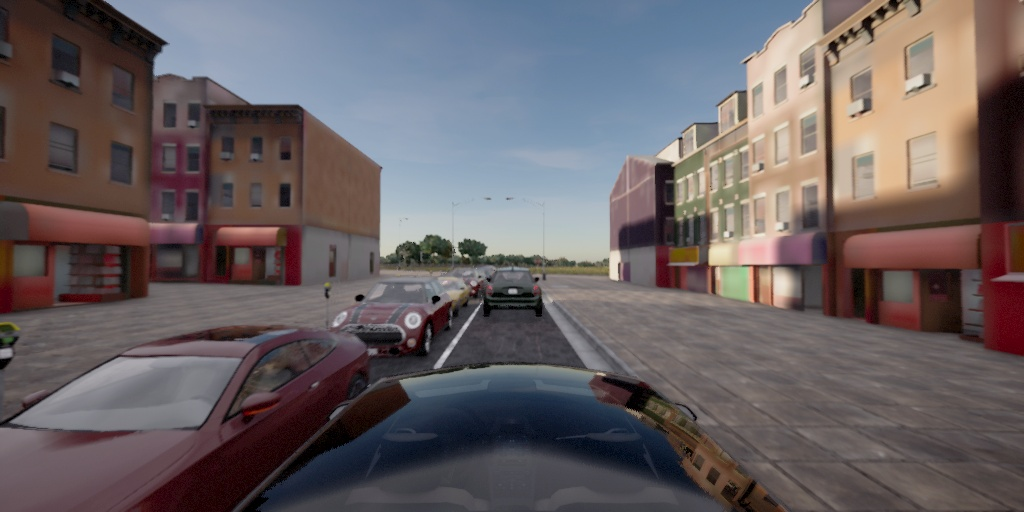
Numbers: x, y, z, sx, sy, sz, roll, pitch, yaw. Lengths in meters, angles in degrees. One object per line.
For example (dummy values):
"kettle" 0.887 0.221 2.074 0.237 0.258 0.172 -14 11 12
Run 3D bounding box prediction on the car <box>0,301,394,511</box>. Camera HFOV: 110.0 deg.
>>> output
"car" -2.638 1.345 3.079 1.802 1.307 4.207 0 0 0

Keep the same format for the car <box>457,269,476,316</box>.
"car" -2.643 1.409 13.985 1.751 1.417 4.829 0 0 0

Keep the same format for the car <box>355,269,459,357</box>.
"car" -2.640 1.261 8.617 1.967 1.591 4.097 0 0 0

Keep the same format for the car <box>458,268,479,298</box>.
"car" -2.645 1.392 19.694 1.967 1.591 4.097 0 0 0

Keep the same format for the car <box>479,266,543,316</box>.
"car" 0.041 1.236 14.231 2.097 1.767 4.553 0 -1 0
